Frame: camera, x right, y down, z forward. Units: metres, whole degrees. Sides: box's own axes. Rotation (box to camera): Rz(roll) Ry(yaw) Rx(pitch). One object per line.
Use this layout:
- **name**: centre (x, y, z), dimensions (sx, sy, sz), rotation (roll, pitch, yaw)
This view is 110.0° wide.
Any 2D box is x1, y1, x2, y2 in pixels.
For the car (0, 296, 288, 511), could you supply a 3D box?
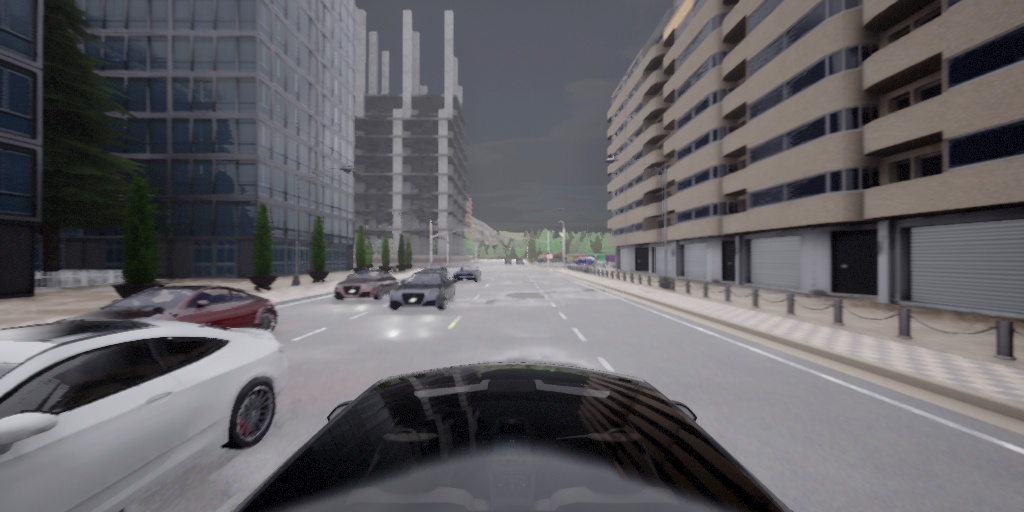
- **car**: centre (-3.602, 1.279, 2.508), dimensions (1.812, 1.442, 4.674), rotation (0, 0, 0)

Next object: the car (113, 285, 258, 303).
- **car**: centre (-7.101, 1.341, 7.645), dimensions (1.994, 1.385, 4.181), rotation (0, 0, 0)

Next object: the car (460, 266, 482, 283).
- **car**: centre (-3.572, 1.482, 29.376), dimensions (1.895, 1.301, 4.718), rotation (0, 0, 0)

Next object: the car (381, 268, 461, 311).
- **car**: centre (-3.511, 1.376, 14.716), dimensions (1.994, 1.385, 4.181), rotation (0, 0, 0)

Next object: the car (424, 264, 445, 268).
- **car**: centre (-7.043, 1.462, 33.091), dimensions (1.994, 1.385, 4.181), rotation (0, 0, 0)

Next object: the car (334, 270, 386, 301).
- **car**: centre (-7.098, 1.390, 17.905), dimensions (1.994, 1.385, 4.181), rotation (0, 0, 0)
